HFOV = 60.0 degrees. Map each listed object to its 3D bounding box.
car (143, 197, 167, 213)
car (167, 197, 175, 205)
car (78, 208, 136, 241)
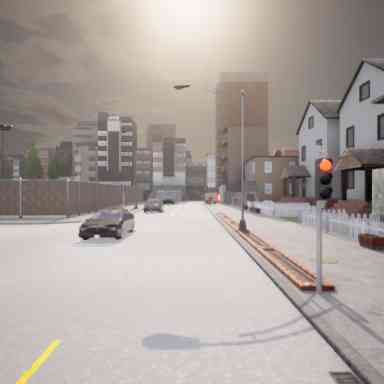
[{"bbox_3d":[-4.118,1.493,36.235,1.837,1.490,4.892,0,0,0],"label":"car"},{"bbox_3d":[-4.061,1.583,59.507,1.895,1.301,4.718,0,0,0],"label":"car"},{"bbox_3d":[-4.108,1.542,17.027,2.033,1.411,5.357,0,0,0],"label":"car"}]
